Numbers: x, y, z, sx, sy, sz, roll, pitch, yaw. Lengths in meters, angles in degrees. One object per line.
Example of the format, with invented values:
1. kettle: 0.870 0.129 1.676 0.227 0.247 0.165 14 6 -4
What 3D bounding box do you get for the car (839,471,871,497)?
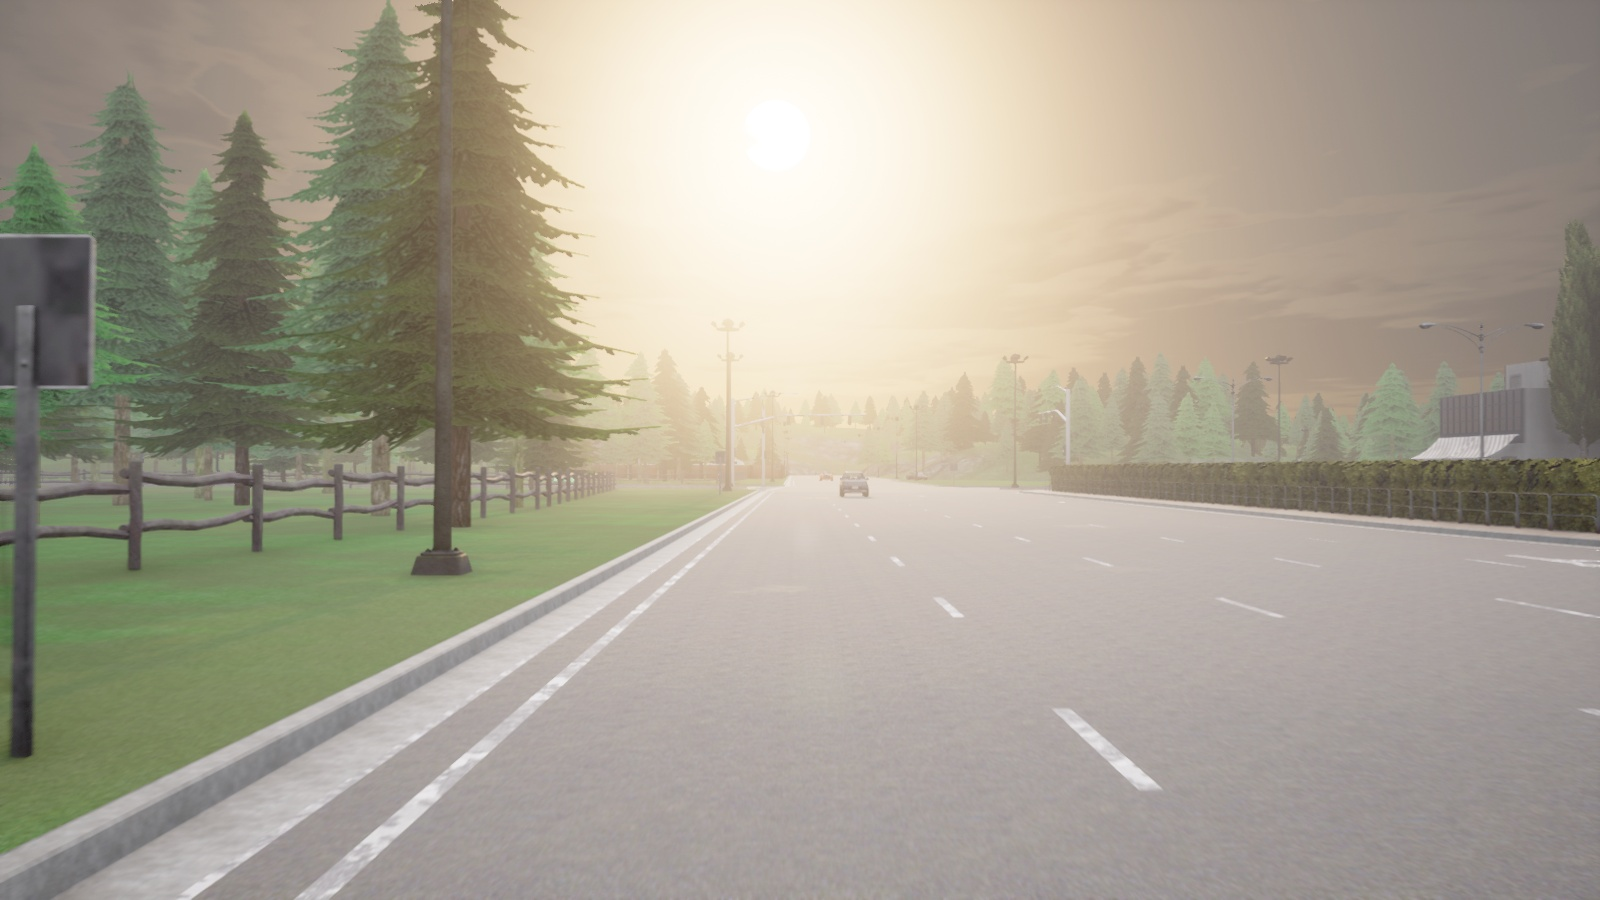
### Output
1. car: 3.321 2.057 76.873 1.789 1.549 3.705 0 -1 0
